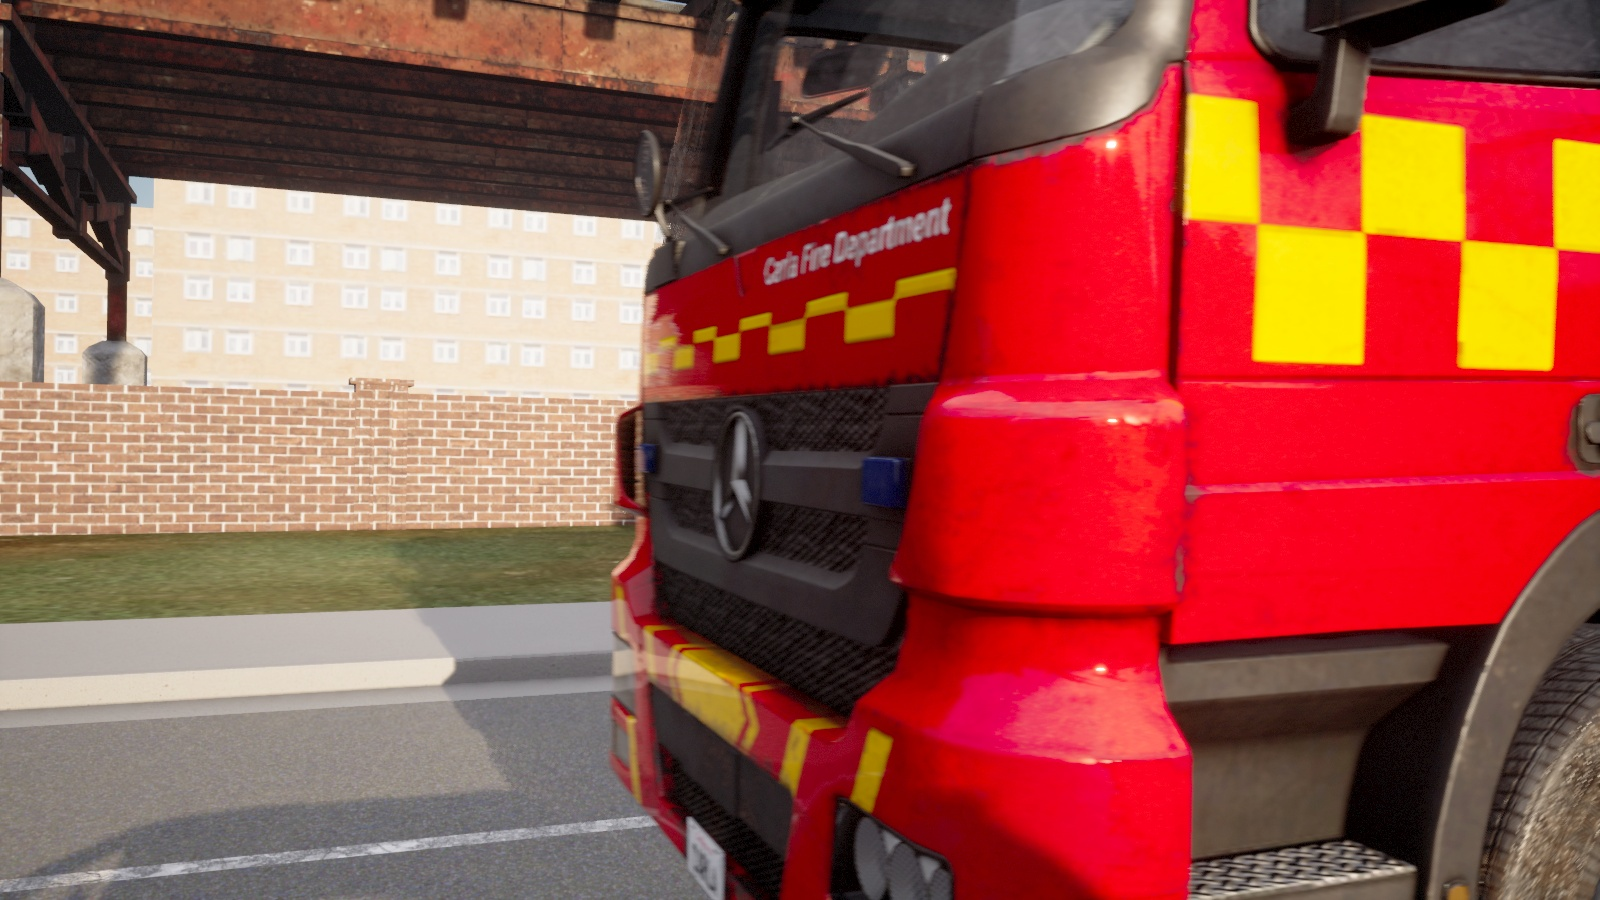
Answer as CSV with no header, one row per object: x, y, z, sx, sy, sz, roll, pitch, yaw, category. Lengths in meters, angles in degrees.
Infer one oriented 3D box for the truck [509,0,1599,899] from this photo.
3.470,-0.477,4.542,8.468,3.827,2.891,-1,1,-21,truck
